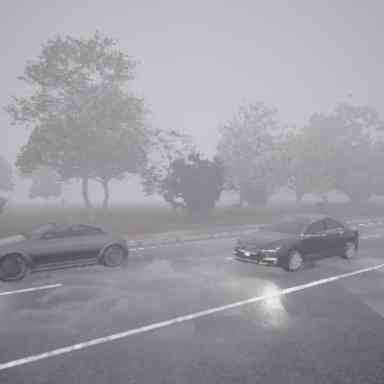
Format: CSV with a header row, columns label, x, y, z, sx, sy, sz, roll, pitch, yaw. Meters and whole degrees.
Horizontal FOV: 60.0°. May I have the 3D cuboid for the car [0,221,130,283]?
label,x,y,z,sx,sy,sz,roll,pitch,yaw
car,-3.981,1.564,9.752,4.181,1.385,1.994,0,0,-35

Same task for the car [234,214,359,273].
label,x,y,z,sx,sy,sz,roll,pitch,yaw
car,3.533,1.504,10.810,4.892,1.490,1.837,0,0,-35
